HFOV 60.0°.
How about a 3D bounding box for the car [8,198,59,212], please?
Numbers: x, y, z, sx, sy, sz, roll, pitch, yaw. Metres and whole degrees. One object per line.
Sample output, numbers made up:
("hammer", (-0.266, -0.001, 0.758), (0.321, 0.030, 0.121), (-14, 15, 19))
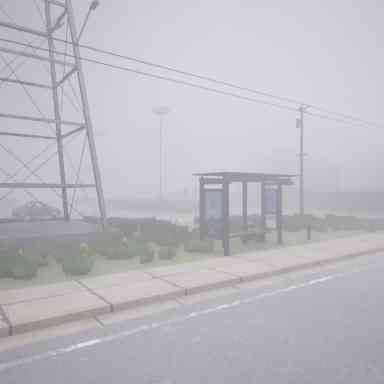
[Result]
("car", (-13.762, 1.521, 29.531), (3.905, 1.438, 1.784), (0, 0, -37))

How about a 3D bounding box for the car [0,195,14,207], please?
("car", (-27.478, 1.310, 47.341), (4.605, 1.855, 1.932), (0, 0, -37))
